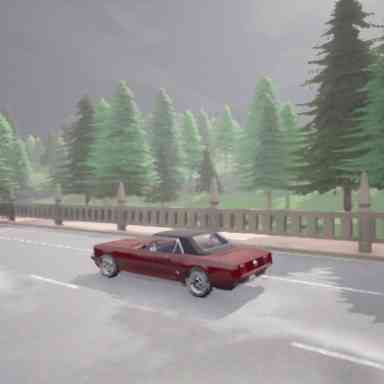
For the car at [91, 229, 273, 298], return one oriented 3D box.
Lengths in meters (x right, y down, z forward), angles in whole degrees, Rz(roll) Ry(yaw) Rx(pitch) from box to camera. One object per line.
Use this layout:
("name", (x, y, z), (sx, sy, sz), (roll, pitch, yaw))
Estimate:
("car", (-0.475, 1.636, 8.625), (4.718, 1.301, 1.895), (0, 0, 35))
